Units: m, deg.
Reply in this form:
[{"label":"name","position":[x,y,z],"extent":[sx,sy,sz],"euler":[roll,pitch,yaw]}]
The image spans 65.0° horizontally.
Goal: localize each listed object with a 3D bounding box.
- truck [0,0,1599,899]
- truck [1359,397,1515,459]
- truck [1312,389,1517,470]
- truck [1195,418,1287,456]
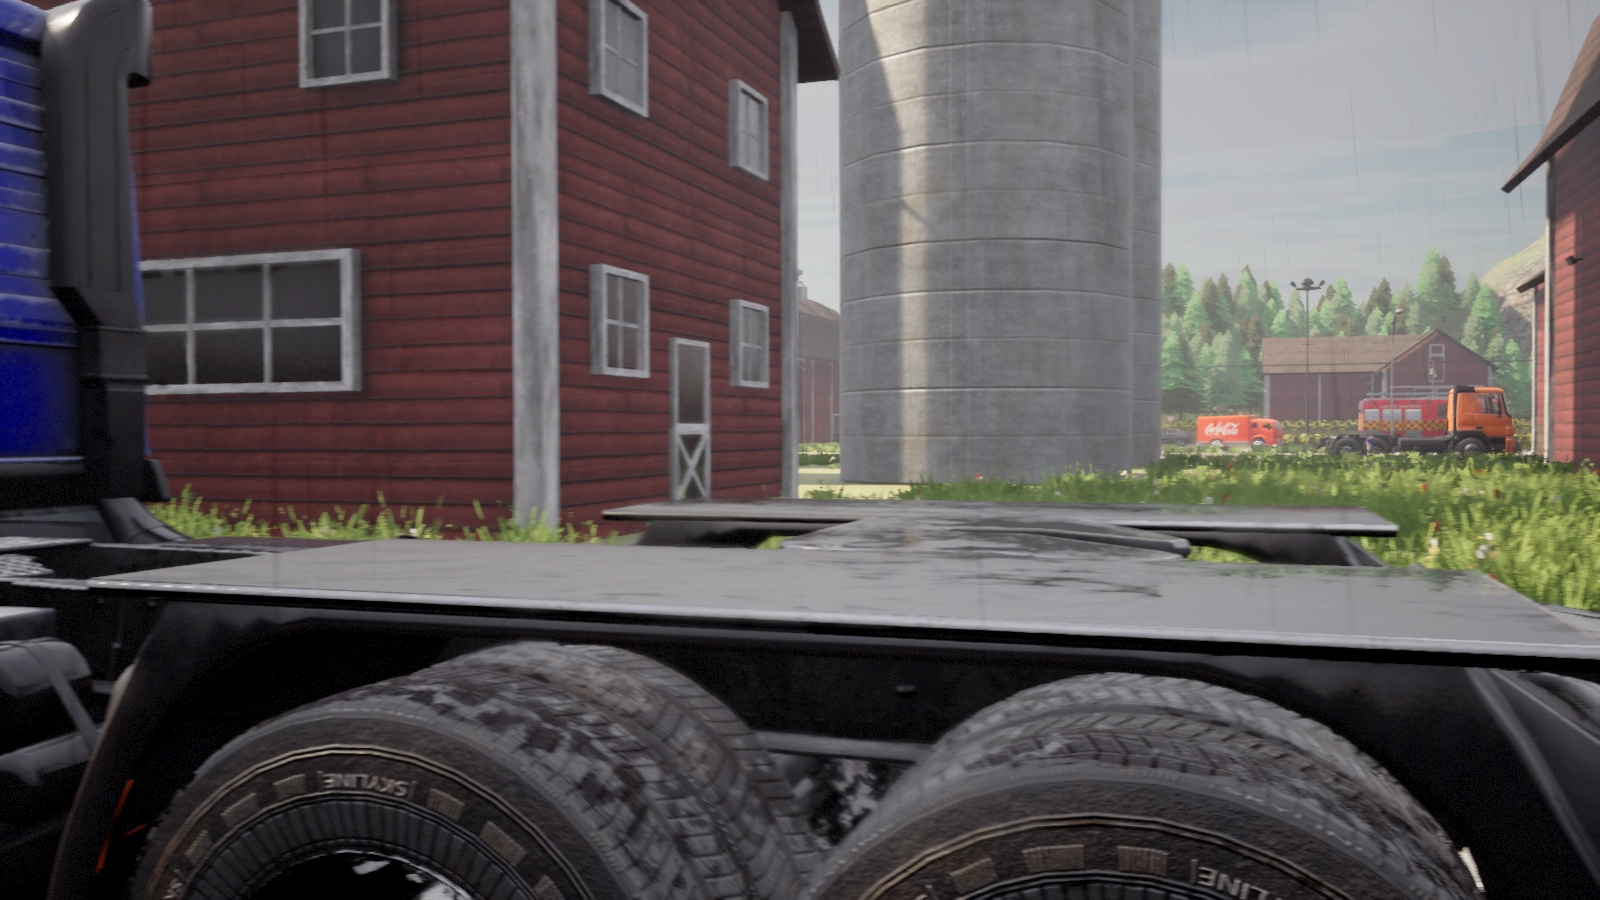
[{"label":"truck","position":[-1.838,-0.223,3.797],"extent":[7.936,3.462,2.891],"euler":[1,1,19]},{"label":"truck","position":[40.244,-1.438,79.650],"extent":[8.468,3.827,2.891],"euler":[1,1,19]},{"label":"truck","position":[27.477,-0.932,56.612],"extent":[7.936,3.462,2.891],"euler":[1,1,19]},{"label":"truck","position":[29.434,-0.858,83.893],"extent":[5.204,2.467,2.627],"euler":[0,1,37]}]
